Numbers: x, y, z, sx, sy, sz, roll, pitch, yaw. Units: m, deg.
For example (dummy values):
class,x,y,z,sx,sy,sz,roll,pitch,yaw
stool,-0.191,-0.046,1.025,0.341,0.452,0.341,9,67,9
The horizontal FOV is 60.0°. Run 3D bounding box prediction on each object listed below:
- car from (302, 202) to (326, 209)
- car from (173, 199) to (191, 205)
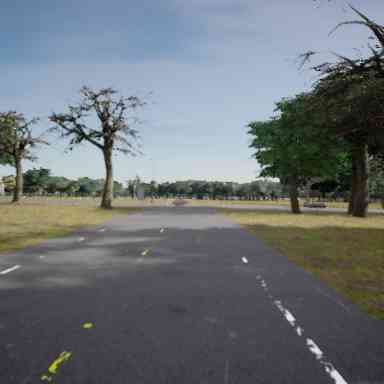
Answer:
class,x,y,z,sx,sy,sz,roll,pitch,yaw
car,29.745,3.252,80.879,5.357,1.411,2.033,2,0,0
car,-2.192,2.344,74.052,4.181,1.385,1.994,2,0,0
